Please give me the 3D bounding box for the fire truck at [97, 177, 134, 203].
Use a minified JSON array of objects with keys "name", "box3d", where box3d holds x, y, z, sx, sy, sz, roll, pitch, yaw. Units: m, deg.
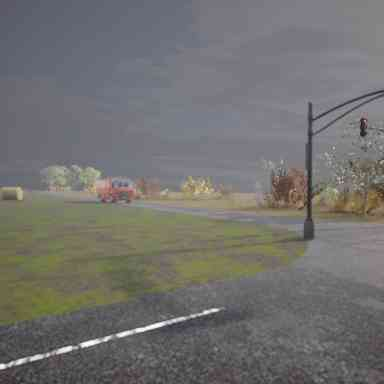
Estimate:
[{"name":"fire truck","box3d":[-11.678,-0.350,50.145,2.891,3.827,8.468,1,0,-32]}]
